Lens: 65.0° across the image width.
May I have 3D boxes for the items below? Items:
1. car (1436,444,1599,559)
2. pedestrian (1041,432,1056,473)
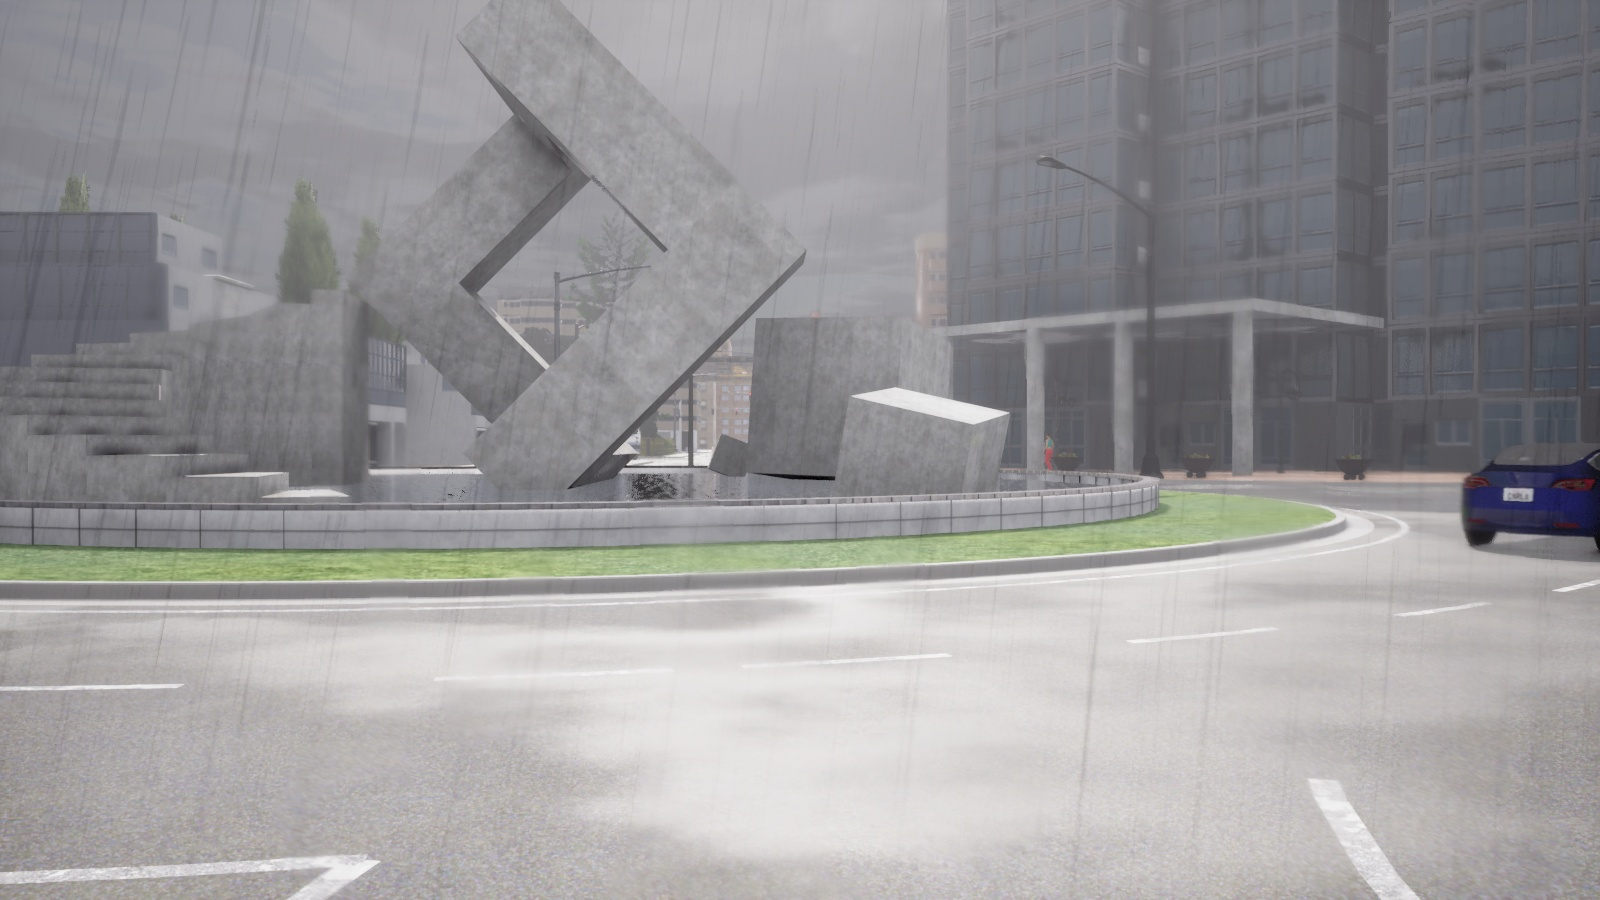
[{"bbox_3d":[11.556,0.651,18.522,4.792,1.488,2.163,0,0,-40],"label":"car"},{"bbox_3d":[11.245,0.105,56.845,0.345,1.836,0.594,0,0,-36],"label":"pedestrian"}]
